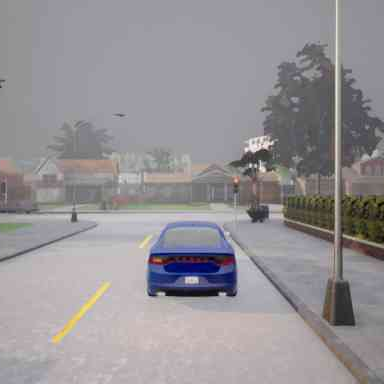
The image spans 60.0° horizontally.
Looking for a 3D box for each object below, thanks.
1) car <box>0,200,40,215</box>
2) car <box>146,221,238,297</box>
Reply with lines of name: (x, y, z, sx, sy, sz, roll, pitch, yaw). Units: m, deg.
car: (-18.184, 1.547, 33.294, 5.357, 1.411, 2.033, 0, 0, -2)
car: (0.014, 1.478, 8.624, 1.882, 1.535, 5.008, 0, 0, 0)
